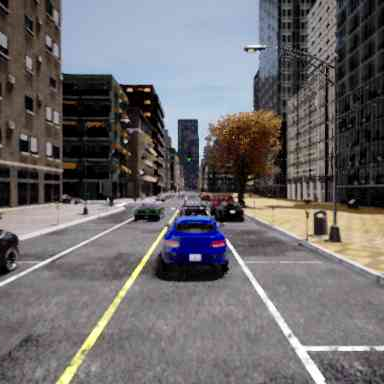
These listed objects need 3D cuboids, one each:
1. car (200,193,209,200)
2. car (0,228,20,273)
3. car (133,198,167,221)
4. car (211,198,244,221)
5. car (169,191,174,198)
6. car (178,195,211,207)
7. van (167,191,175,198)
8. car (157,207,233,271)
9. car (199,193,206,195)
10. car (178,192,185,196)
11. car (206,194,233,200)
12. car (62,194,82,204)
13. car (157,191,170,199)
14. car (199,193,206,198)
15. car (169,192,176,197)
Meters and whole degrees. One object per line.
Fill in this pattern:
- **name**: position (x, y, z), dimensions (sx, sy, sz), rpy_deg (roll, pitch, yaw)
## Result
- **car**: position (2.720, 0.890, 73.388), dimensions (1.752, 1.417, 4.829), rpy_deg (0, 0, 0)
- **car**: position (-5.685, 1.493, 7.679), dimensions (1.947, 1.339, 4.313), rpy_deg (0, 1, 0)
- **car**: position (-3.073, 1.376, 24.630), dimensions (1.895, 1.301, 4.718), rpy_deg (0, 0, 0)
- **car**: position (2.702, 1.344, 24.243), dimensions (1.947, 1.339, 4.313), rpy_deg (0, 1, 0)
- **car**: position (-5.661, 0.916, 73.222), dimensions (2.008, 1.369, 4.403), rpy_deg (0, 0, 0)
- **car**: position (0.091, 1.263, 24.954), dimensions (2.128, 1.511, 4.902), rpy_deg (0, 0, 0)
- **van**: position (-5.654, 0.579, 89.818), dimensions (1.690, 1.788, 3.998), rpy_deg (0, 0, 0)
- **car**: position (0.088, 1.427, 10.485), dimensions (1.812, 1.442, 4.674), rpy_deg (0, 1, 0)
- **car**: position (2.716, 0.998, 62.153), dimensions (1.887, 1.381, 4.507), rpy_deg (0, 0, 0)
- **car**: position (-2.963, 0.750, 91.835), dimensions (2.033, 1.411, 5.357), rpy_deg (0, 0, 0)
- **car**: position (2.705, 1.045, 29.764), dimensions (2.192, 1.841, 5.009), rpy_deg (0, 1, 0)
- **car**: position (-16.408, 0.955, 42.753), dimensions (4.403, 1.369, 2.008), rpy_deg (1, 0, -1)
- **car**: position (-5.664, 1.004, 62.156), dimensions (2.008, 1.369, 4.403), rpy_deg (0, 0, 0)
- **car**: position (2.726, 0.820, 89.815), dimensions (1.802, 1.307, 4.206), rpy_deg (0, 0, 0)
- **car**: position (-5.652, 0.778, 95.351), dimensions (1.802, 1.307, 4.206), rpy_deg (0, 0, 0)
